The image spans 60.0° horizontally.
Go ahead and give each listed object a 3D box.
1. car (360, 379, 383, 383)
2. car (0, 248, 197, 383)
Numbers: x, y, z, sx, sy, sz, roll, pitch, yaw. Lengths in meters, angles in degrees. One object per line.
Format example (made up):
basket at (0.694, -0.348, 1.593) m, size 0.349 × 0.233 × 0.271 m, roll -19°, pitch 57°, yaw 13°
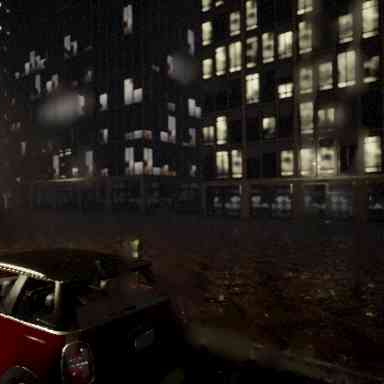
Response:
car at (2.612, 1.535, 1.038) m, size 4.403 × 1.369 × 2.008 m, roll -1°, pitch -1°, yaw 35°
car at (-2.034, 1.465, 4.321) m, size 4.097 × 1.590 × 1.967 m, roll -1°, pitch -1°, yaw 35°
